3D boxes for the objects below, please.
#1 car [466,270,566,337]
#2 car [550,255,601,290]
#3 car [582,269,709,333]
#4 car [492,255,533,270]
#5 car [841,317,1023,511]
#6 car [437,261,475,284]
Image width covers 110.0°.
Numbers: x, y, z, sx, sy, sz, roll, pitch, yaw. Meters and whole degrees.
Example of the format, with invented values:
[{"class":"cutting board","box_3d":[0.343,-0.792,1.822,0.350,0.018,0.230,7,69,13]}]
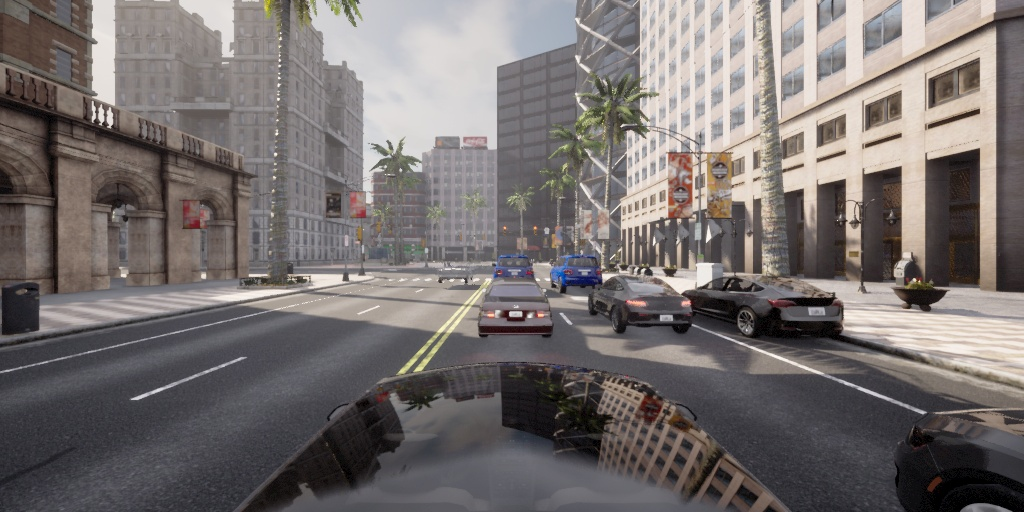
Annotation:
[{"class":"car","box_3d":[0.070,1.297,10.235,2.033,1.411,5.357,0,0,0]},{"class":"car","box_3d":[3.547,0.971,20.589,2.150,2.045,5.566,0,0,-2]},{"class":"car","box_3d":[3.564,1.276,10.625,1.812,1.442,4.674,0,0,-1]},{"class":"car","box_3d":[0.048,0.971,20.455,2.150,2.045,5.566,0,0,-2]},{"class":"car","box_3d":[3.600,1.255,0.450,1.837,1.490,4.892,0,0,0]},{"class":"car","box_3d":[-3.587,0.999,23.468,1.895,1.301,4.718,0,0,0]}]
